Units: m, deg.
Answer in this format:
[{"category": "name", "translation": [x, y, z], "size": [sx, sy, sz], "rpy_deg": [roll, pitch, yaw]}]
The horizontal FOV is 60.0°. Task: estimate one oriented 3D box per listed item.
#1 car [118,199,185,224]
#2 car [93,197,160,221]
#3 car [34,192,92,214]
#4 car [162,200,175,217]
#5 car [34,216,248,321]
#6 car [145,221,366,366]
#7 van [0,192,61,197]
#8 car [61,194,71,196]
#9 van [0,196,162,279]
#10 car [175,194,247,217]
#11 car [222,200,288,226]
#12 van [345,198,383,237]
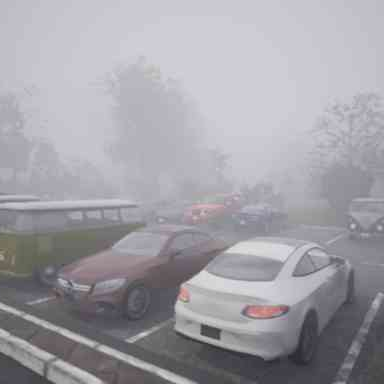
[{"category": "car", "translation": [-2.835, 1.314, 24.440], "size": [2.163, 1.488, 4.792], "rpy_deg": [1, 1, 35]}, {"category": "car", "translation": [-5.011, 1.234, 26.034], "size": [2.231, 1.521, 4.892], "rpy_deg": [1, 1, 35]}, {"category": "car", "translation": [-11.931, 0.943, 30.914], "size": [2.185, 1.767, 4.553], "rpy_deg": [1, 1, 35]}, {"category": "car", "translation": [-0.535, 1.369, 22.802], "size": [2.163, 1.488, 4.792], "rpy_deg": [1, 1, 35]}, {"category": "car", "translation": [-0.754, 1.520, 7.561], "size": [2.002, 1.452, 4.674], "rpy_deg": [0, 0, 35]}, {"category": "car", "translation": [1.552, 1.529, 5.913], "size": [2.002, 1.452, 4.674], "rpy_deg": [0, 0, 35]}, {"category": "van", "translation": [-7.600, 1.118, 12.574], "size": [1.878, 1.987, 4.442], "rpy_deg": [1, 1, 35]}, {"category": "car", "translation": [-9.719, 1.121, 29.372], "size": [2.097, 1.535, 5.008], "rpy_deg": [1, 1, 35]}, {"category": "van", "translation": [-3.095, 1.221, 9.367], "size": [1.878, 1.987, 4.442], "rpy_deg": [1, 1, 35]}, {"category": "car", "translation": [1.770, 1.143, 21.163], "size": [2.435, 2.045, 5.566], "rpy_deg": [1, 1, 35]}, {"category": "car", "translation": [4.088, 1.446, 19.540], "size": [2.097, 1.535, 5.008], "rpy_deg": [2, 1, 35]}, {"category": "van", "translation": [8.731, 1.263, 16.093], "size": [1.878, 1.987, 4.442], "rpy_deg": [0, 0, 35]}]
